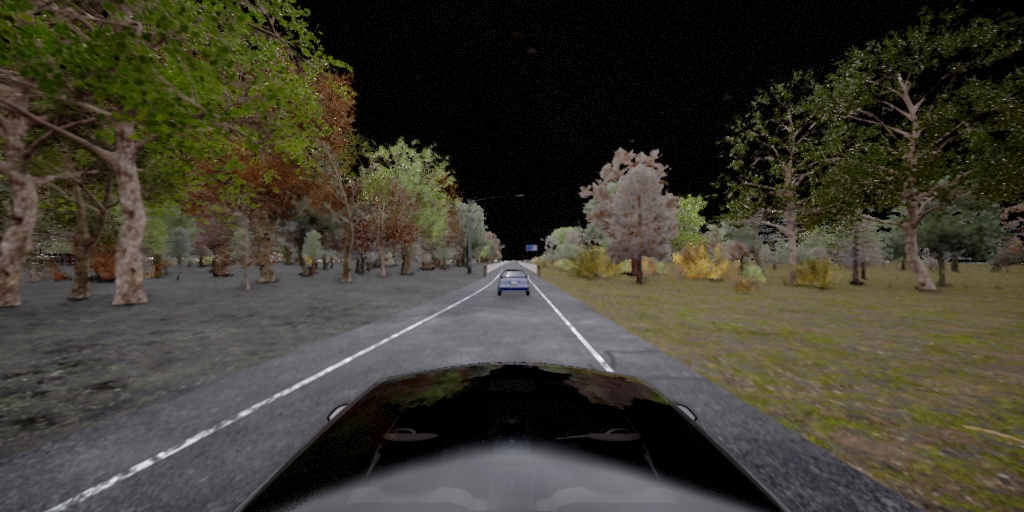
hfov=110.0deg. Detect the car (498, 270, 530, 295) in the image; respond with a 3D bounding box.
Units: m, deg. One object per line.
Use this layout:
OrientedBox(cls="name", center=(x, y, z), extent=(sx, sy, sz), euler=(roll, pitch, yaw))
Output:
OrientedBox(cls="car", center=(0.097, 1.531, 21.836), extent=(2.033, 1.411, 5.357), euler=(0, -1, 0))
